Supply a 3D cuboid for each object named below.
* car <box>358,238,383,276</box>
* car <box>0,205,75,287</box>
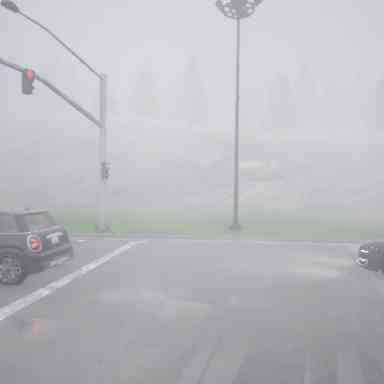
[{"bbox_3d":[6.728,1.515,8.013,4.892,1.490,1.837,1,-1,35],"label":"car"},{"bbox_3d":[-5.523,1.194,8.564,4.553,1.767,2.097,1,1,7],"label":"car"}]
